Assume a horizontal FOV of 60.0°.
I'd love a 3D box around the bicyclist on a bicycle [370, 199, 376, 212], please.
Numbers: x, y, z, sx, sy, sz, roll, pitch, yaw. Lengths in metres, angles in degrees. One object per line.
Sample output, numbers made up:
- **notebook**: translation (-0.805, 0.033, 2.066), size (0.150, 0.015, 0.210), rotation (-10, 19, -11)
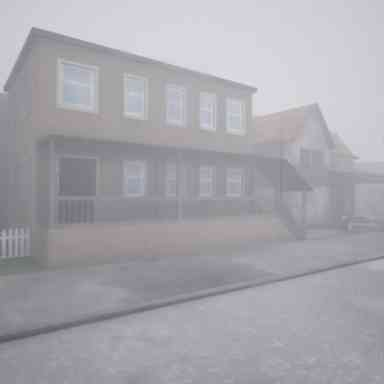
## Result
- **bicyclist on a bicycle**: translation (23.414, 1.753, 43.034), size (1.656, 1.620, 0.582), rotation (0, 0, -35)
